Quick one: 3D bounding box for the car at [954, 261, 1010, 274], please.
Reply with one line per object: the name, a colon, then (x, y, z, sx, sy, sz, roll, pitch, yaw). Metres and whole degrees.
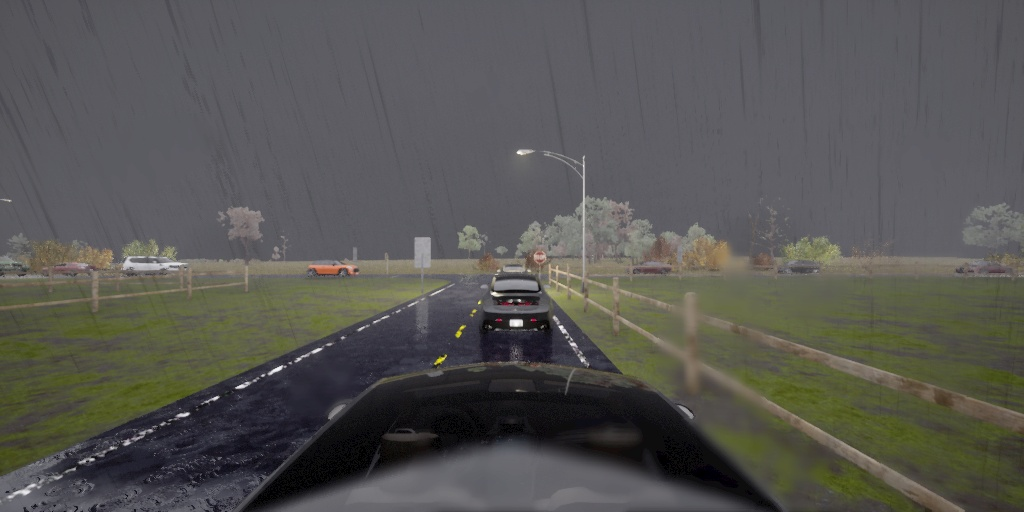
car: (49.197, 1.254, 37.466, 4.181, 1.385, 1.994, 0, 0, 1)

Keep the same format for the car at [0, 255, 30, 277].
car: (-51.698, 0.930, 35.609, 5.566, 2.045, 2.150, 0, 0, 1)

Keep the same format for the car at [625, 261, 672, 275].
car: (14.385, 1.238, 37.875, 4.674, 1.442, 1.812, 0, 0, 1)

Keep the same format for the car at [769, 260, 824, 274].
car: (29.877, 1.186, 37.733, 4.892, 1.490, 1.837, 0, 0, 1)

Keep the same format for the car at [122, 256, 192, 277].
car: (-34.947, 1.068, 35.364, 5.566, 2.045, 2.150, 0, 0, 1)

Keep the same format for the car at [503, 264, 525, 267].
car: (0.116, 1.257, 22.410, 1.837, 1.490, 4.892, 0, 0, 0)

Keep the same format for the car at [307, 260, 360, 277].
car: (-17.463, 1.149, 35.206, 4.553, 1.767, 2.097, 0, 0, 1)

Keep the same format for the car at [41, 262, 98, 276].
car: (-47.267, 1.409, 38.371, 4.674, 1.442, 1.812, 0, 0, 1)

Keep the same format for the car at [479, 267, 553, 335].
car: (0.106, 1.256, 10.521, 1.837, 1.490, 4.892, 0, 0, 0)
